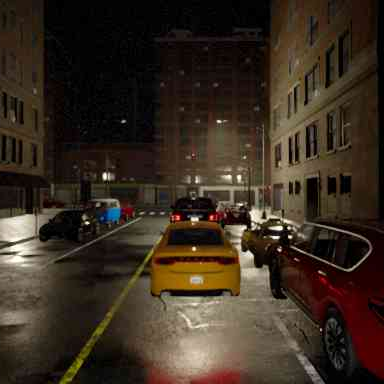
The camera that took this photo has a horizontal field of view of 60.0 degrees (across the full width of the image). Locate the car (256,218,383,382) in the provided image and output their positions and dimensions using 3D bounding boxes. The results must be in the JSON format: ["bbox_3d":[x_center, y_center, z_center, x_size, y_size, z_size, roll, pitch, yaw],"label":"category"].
[{"bbox_3d":[2.676,1.317,5.376,2.192,1.841,5.009,1,0,0],"label":"car"}]

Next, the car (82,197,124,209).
[{"bbox_3d":[-11.573,1.420,43.427,5.008,1.535,1.882,0,-1,0],"label":"car"}]

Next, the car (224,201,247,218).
[{"bbox_3d":[2.672,1.458,21.825,1.967,1.590,4.097,1,0,0],"label":"car"}]

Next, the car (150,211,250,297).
[{"bbox_3d":[0.049,1.482,8.644,1.882,1.535,5.008,0,0,-1],"label":"car"}]

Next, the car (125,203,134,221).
[{"bbox_3d":[-5.855,1.568,27.307,1.887,1.381,4.507,1,0,0],"label":"car"}]

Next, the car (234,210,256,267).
[{"bbox_3d":[2.673,1.531,11.029,1.752,1.417,4.829,1,0,0],"label":"car"}]

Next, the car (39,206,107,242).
[{"bbox_3d":[-5.854,1.577,16.342,1.947,1.339,4.313,1,0,0],"label":"car"}]

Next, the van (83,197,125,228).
[{"bbox_3d":[-5.852,1.359,21.825,1.690,1.788,3.998,1,0,0],"label":"van"}]

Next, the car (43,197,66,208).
[{"bbox_3d":[-17.798,1.340,40.212,5.008,1.535,1.882,0,-1,1],"label":"car"}]

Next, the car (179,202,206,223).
[{"bbox_3d":[0.077,1.587,26.734,1.994,1.385,4.181,0,0,1],"label":"car"}]

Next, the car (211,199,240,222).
[{"bbox_3d":[2.671,1.464,27.307,1.967,1.590,4.097,1,0,0],"label":"car"}]

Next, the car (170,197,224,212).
[{"bbox_3d":[0.100,1.233,16.265,2.150,2.045,5.566,0,0,0],"label":"car"}]
